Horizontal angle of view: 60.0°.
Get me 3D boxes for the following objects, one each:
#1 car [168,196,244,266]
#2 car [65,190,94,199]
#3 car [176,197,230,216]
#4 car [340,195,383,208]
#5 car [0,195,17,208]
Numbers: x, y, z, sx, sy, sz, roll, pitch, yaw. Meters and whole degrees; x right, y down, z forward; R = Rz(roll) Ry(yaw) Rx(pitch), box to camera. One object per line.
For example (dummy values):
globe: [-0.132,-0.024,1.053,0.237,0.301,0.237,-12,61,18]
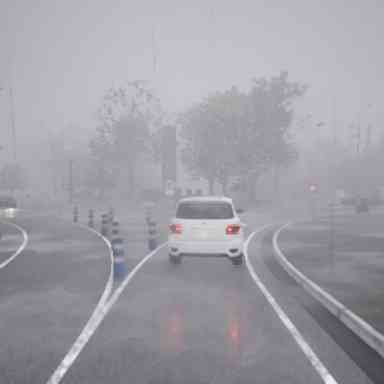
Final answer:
car: [0.607,1.142,11.504,2.150,2.045,5.566,0,1,7]
car: [-19.525,0.389,57.878,1.882,1.535,5.008,1,1,38]
car: [0.883,1.186,27.791,4.181,1.385,1.994,0,2,-13]
car: [19.250,1.025,37.159,4.718,1.301,1.895,1,1,-5]
car: [-19.963,1.008,35.281,1.994,1.385,4.181,-1,2,-33]
